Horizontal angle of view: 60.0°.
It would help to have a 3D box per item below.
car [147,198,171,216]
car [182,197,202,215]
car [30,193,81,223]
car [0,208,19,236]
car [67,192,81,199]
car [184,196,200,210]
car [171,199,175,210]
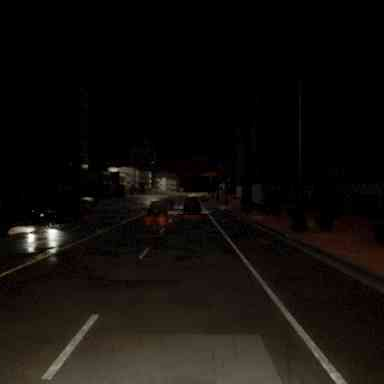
[{"bbox_3d":[-3.505,1.633,34.337,1.812,1.442,4.674,0,0,0],"label":"car"},{"bbox_3d":[0.000,1.592,35.258,1.882,1.535,5.008,0,0,0],"label":"car"},{"bbox_3d":[-10.513,1.284,26.115,2.150,2.045,5.566,0,0,0],"label":"car"},{"bbox_3d":[-10.552,1.615,15.903,1.895,1.301,4.718,0,0,1],"label":"car"},{"bbox_3d":[-29.490,0.884,83.155,1.970,1.475,3.806,0,2,0],"label":"car"},{"bbox_3d":[0.015,1.523,47.504,2.097,1.767,4.553,0,0,0],"label":"car"},{"bbox_3d":[-3.482,1.674,47.029,1.837,1.490,4.892,0,0,0],"label":"car"}]
